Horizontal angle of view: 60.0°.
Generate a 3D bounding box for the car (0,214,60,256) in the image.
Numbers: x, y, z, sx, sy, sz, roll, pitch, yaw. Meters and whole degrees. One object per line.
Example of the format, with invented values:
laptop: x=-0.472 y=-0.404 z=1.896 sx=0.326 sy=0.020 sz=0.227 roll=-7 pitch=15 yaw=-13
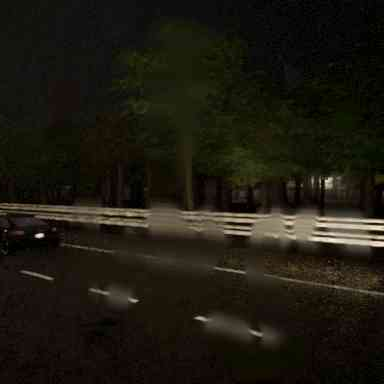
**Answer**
car: x=-7.189 y=1.569 z=13.303 sx=4.181 sy=1.385 sz=1.994 roll=0 pitch=0 yaw=36
